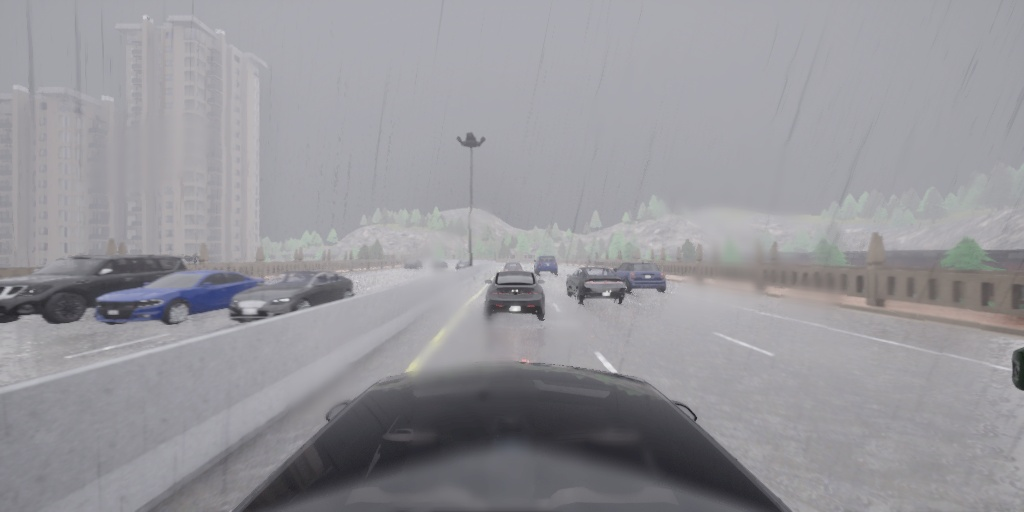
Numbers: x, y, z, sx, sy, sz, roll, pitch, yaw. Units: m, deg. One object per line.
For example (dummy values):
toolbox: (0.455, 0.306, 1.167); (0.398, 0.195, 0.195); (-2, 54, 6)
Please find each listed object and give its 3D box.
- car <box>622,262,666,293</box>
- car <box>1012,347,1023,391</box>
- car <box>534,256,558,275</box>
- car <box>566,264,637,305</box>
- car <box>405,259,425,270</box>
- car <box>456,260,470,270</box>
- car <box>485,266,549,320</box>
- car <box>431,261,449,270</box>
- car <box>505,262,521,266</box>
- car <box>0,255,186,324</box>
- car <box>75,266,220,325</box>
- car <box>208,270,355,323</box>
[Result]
car: (7.100, 1.101, 20.856); (2.097, 1.767, 4.553); (0, 0, 0)
car: (7.100, 0.972, 1.829); (2.150, 2.045, 5.566); (0, 0, 0)
car: (3.599, 0.984, 38.575); (2.150, 2.045, 5.566); (0, 0, 0)
car: (3.599, 1.240, 16.117); (2.128, 1.511, 4.902); (0, 0, 0)
car: (-14.073, 1.266, 52.010); (1.882, 1.535, 5.008); (0, 0, 0)
car: (-7.074, 1.282, 52.871); (2.128, 1.511, 4.902); (0, 0, 0)
car: (0.100, 1.253, 12.672); (1.837, 1.490, 4.892); (0, 0, 0)
car: (-10.572, 1.390, 52.593); (1.895, 1.301, 4.718); (0, 0, 0)
car: (0.099, 1.304, 33.992); (2.033, 1.411, 5.357); (0, 0, 0)
car: (-14.098, 0.969, 12.316); (2.150, 2.045, 5.566); (0, 0, 0)
car: (-10.600, 1.225, 12.028); (1.882, 1.535, 5.008); (0, 0, 0)
car: (-7.100, 1.240, 12.171); (2.128, 1.511, 4.902); (0, 0, 0)
